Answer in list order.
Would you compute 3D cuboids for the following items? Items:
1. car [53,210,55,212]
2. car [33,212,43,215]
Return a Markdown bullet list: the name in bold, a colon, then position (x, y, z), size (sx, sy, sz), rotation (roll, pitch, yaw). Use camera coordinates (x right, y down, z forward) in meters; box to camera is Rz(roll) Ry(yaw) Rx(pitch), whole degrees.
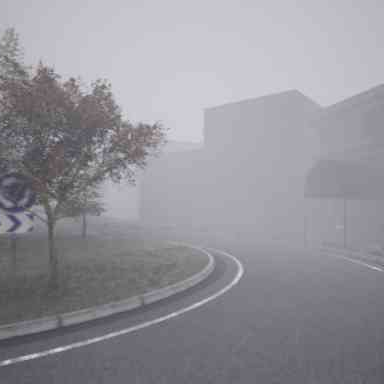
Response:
- **car**: position (-28.724, 4.036, 71.253), size (1.994, 1.385, 4.181), rotation (2, -4, -20)
- **car**: position (-29.937, 3.661, 65.075), size (2.128, 1.511, 4.902), rotation (2, -3, -20)
